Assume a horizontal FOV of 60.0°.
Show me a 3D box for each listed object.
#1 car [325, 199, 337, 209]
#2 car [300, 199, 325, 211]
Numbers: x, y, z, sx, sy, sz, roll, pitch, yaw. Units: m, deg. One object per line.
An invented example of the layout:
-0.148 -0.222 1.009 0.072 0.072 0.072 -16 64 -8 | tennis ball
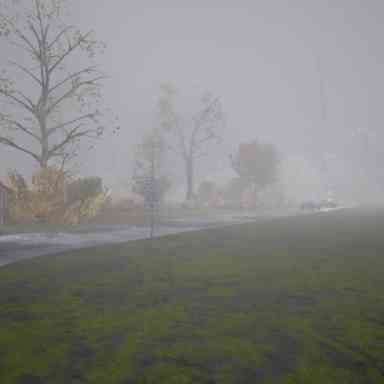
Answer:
22.576 1.913 54.939 2.128 1.511 4.902 1 0 36 | car
16.695 1.861 46.725 1.837 1.490 4.892 1 0 36 | car
